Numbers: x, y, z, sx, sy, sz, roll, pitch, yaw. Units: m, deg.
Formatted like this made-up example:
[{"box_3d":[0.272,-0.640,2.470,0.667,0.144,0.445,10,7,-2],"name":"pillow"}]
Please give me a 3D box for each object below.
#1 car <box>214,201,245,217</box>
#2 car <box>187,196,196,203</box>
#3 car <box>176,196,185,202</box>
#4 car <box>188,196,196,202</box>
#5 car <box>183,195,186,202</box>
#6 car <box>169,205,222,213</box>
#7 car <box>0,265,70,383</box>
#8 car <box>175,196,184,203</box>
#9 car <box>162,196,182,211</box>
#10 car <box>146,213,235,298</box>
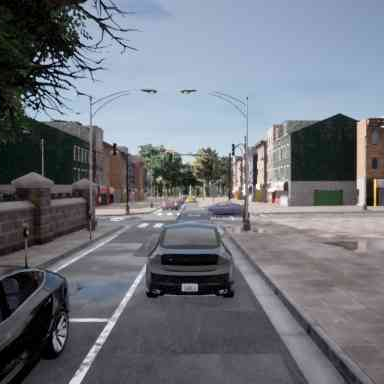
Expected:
[{"box_3d":[2.702,1.545,29.856,4.181,1.385,1.994,-2,0,0],"name":"car"},{"box_3d":[-0.028,1.582,71.739,1.882,1.535,5.008,0,0,0],"name":"car"},{"box_3d":[-2.690,1.690,79.628,1.947,1.339,4.313,-1,0,0],"name":"car"},{"box_3d":[-0.045,1.671,82.173,2.033,1.411,5.357,0,0,0],"name":"car"},{"box_3d":[-2.681,1.628,63.324,1.887,1.381,4.507,-1,0,0],"name":"car"},{"box_3d":[0.091,1.552,16.005,2.033,1.411,5.357,0,0,0],"name":"car"},{"box_3d":[-2.646,1.565,3.265,1.947,1.339,4.313,-1,0,0],"name":"car"},{"box_3d":[-2.687,1.655,74.194,1.887,1.381,4.507,-1,0,0],"name":"car"},{"box_3d":[-2.670,1.478,41.586,1.967,1.590,4.097,-1,0,0],"name":"car"},{"box_3d":[-0.027,1.505,8.523,1.837,1.490,4.892,0,0,0],"name":"car"}]
